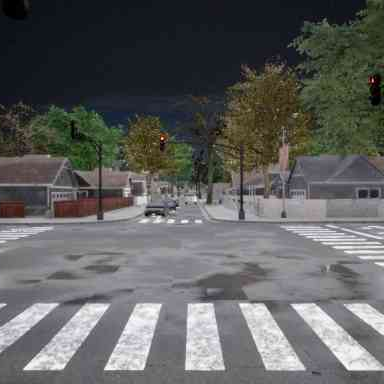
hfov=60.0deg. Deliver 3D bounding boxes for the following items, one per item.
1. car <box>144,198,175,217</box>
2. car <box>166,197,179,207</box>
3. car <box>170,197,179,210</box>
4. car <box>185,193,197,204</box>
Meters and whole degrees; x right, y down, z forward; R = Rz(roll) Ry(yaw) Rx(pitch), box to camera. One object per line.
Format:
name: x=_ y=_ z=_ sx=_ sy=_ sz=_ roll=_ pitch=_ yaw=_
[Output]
car: x=-3.144 y=1.566 z=31.274 sx=2.033 sy=1.411 sz=5.357 roll=0 pitch=0 yaw=4
car: x=-3.024 y=1.568 z=52.977 sx=1.812 sy=1.442 sz=4.674 roll=0 pitch=0 yaw=0
car: x=-3.011 y=1.594 z=42.433 sx=1.994 sy=1.385 sz=4.181 roll=0 pitch=0 yaw=0
car: x=-0.183 y=1.278 z=62.947 sx=2.150 sy=2.045 sz=5.566 roll=0 pitch=0 yaw=0
